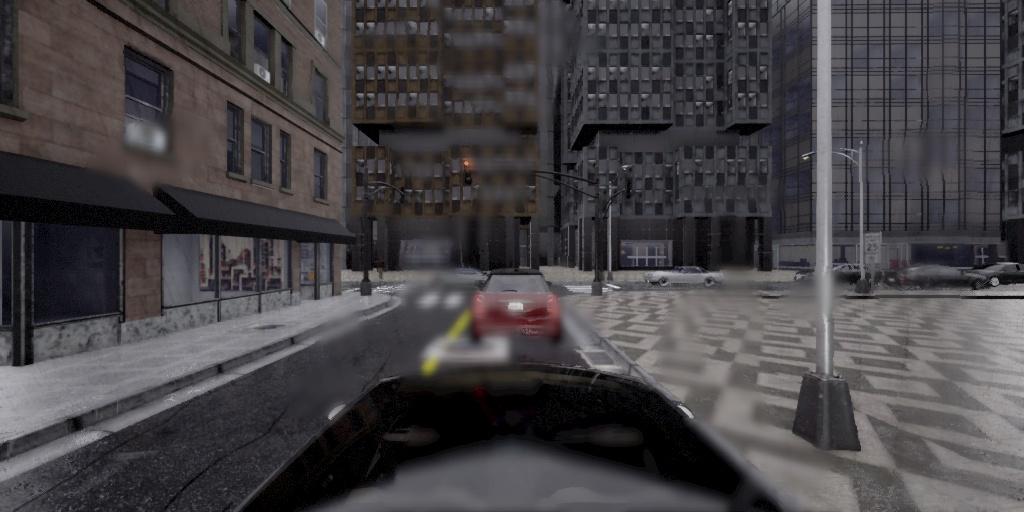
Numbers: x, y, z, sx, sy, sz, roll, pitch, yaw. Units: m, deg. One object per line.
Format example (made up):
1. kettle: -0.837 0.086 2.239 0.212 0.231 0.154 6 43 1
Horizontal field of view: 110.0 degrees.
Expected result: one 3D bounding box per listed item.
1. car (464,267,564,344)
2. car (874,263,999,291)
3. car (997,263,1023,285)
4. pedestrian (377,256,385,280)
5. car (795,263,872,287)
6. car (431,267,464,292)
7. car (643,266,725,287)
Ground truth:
1. car: 0.069 1.102 9.731 2.097 1.767 4.553 0 0 -1
2. car: 23.844 1.240 20.305 4.674 1.442 1.812 0 0 1
3. car: 31.807 1.209 23.409 4.892 1.490 1.837 0 0 1
4. pedestrian: -9.838 0.903 26.913 0.375 1.860 0.375 0 0 1
5. car: 21.388 1.210 23.533 4.902 1.511 2.128 0 0 1
6. car: -2.520 1.314 20.596 4.181 1.385 1.994 0 0 1
7. car: 11.195 1.333 23.647 4.718 1.301 1.895 0 0 1
